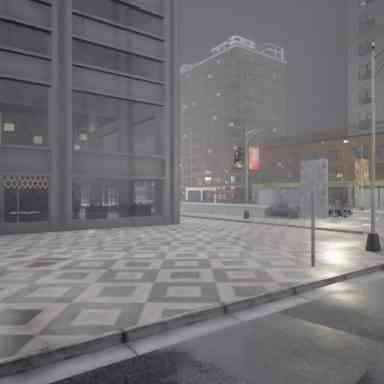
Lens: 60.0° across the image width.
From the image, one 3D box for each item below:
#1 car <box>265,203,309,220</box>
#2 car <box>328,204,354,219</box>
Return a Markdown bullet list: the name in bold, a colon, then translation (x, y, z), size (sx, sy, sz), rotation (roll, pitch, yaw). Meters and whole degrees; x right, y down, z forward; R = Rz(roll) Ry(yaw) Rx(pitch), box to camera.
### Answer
- **car**: translation (8.293, 1.629, 28.687), size (1.994, 1.385, 4.181), rotation (0, 0, -36)
- **car**: translation (11.692, 1.661, 29.531), size (1.895, 1.301, 4.718), rotation (0, 0, -36)
